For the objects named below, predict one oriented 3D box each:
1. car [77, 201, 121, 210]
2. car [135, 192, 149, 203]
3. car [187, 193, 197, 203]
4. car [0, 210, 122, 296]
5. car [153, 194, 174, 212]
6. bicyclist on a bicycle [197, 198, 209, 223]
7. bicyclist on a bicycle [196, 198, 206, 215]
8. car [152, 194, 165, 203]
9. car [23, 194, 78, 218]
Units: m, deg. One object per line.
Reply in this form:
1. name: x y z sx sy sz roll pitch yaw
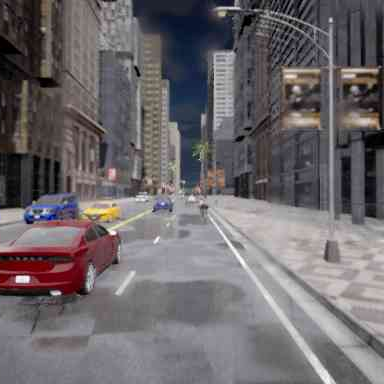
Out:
1. car: -6.602 1.455 24.871 1.882 1.535 5.008 0 0 0
2. car: -9.777 1.108 65.373 2.150 2.045 5.566 0 1 0
3. car: 0.014 1.386 67.981 1.812 1.442 4.674 0 0 1
4. car: -3.153 1.471 8.666 1.882 1.535 5.008 0 0 0
5. car: -3.164 1.314 37.969 2.097 1.767 4.553 0 0 0
6. bicyclist on a bicycle: 0.885 1.351 22.968 0.659 1.776 1.843 0 0 0
7. bicyclist on a bicycle: 0.890 1.407 32.671 0.866 1.612 1.509 0 -1 0
8. car: -6.531 1.218 65.891 2.097 1.767 4.553 0 0 0
9. car: -9.850 1.199 23.915 2.150 2.045 5.566 0 0 0
